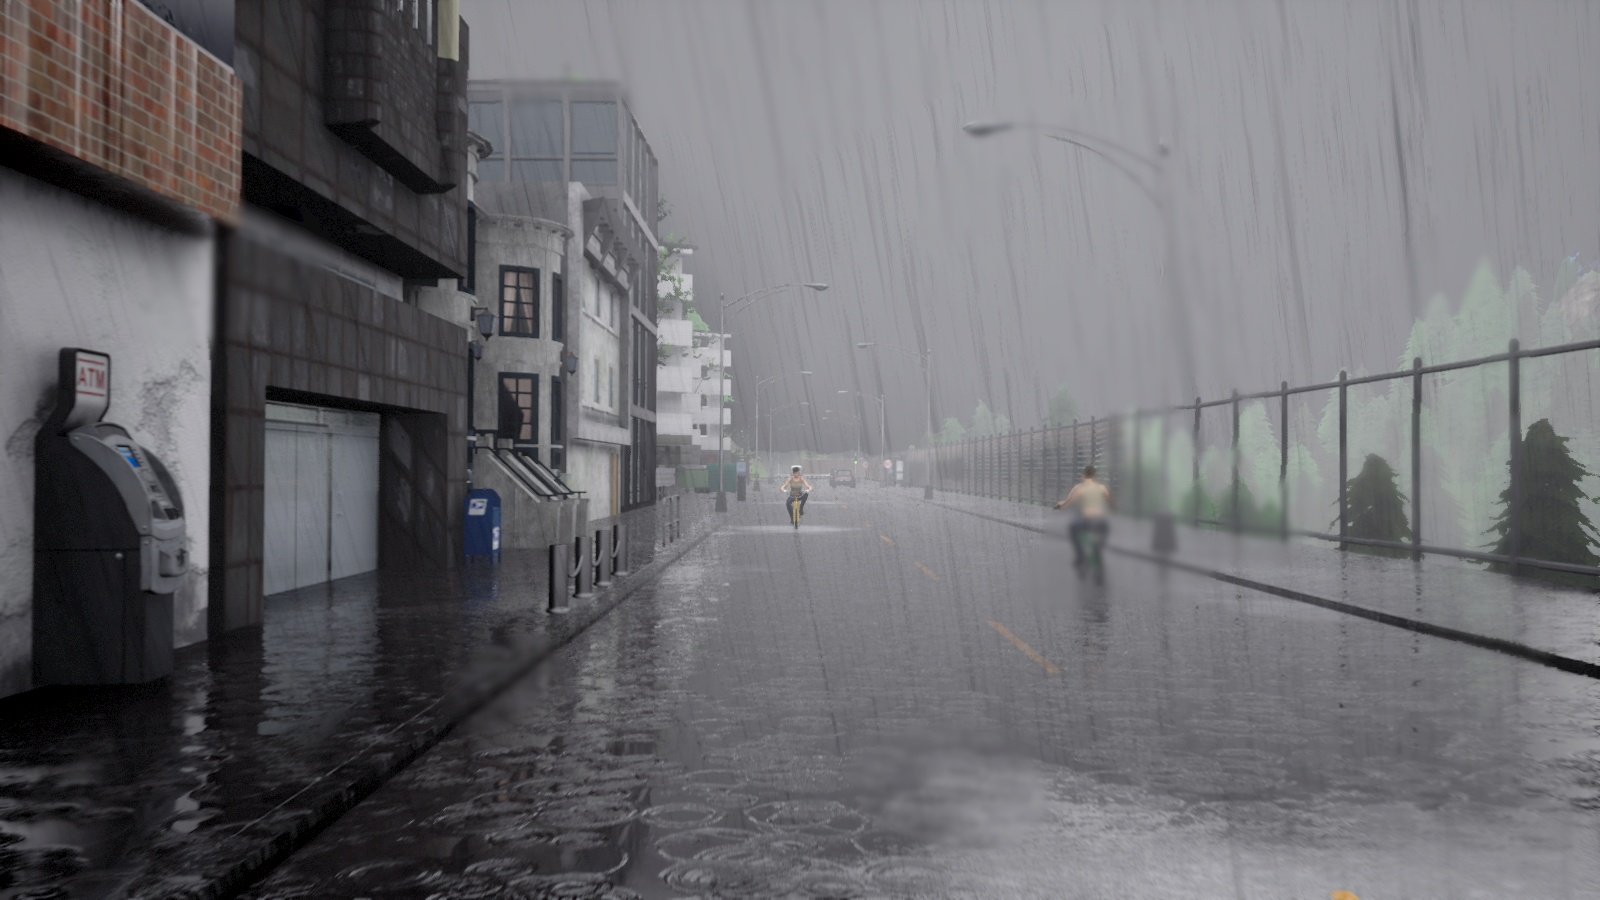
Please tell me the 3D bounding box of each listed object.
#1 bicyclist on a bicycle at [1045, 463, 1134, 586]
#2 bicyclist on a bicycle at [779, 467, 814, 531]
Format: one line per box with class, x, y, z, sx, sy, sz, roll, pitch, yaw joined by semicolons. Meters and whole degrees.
bicyclist on a bicycle;3.948;0.995;17.255;0.866;1.612;1.509;0;-1;0
bicyclist on a bicycle;-0.084;1.236;32.092;0.866;1.612;1.509;0;-1;0
